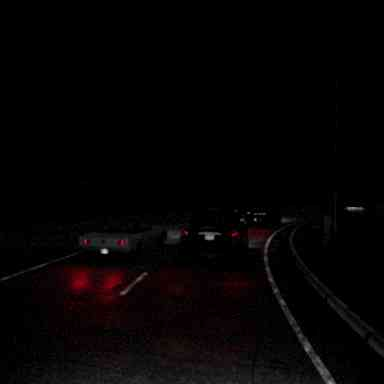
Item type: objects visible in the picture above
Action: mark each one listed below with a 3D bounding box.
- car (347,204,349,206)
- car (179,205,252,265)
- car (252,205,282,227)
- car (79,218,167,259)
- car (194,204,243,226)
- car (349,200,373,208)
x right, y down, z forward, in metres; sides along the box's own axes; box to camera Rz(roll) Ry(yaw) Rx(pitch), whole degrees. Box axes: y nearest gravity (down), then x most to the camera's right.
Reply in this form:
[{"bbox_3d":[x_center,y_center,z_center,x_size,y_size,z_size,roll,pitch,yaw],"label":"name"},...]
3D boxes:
[{"bbox_3d":[30.227,2.114,65.941,4.892,1.490,1.837,0,1,-40],"label":"car"},{"bbox_3d":[0.988,1.470,12.472,2.097,1.767,4.553,0,-1,12],"label":"car"},{"bbox_3d":[5.556,1.767,25.526,2.128,1.511,4.902,1,0,27],"label":"car"},{"bbox_3d":[-2.441,1.698,13.198,1.895,1.301,4.718,0,0,12],"label":"car"},{"bbox_3d":[2.263,1.784,26.802,2.033,1.411,5.357,1,0,27],"label":"car"},{"bbox_3d":[32.442,2.255,63.233,4.718,1.301,1.895,0,1,-40],"label":"car"}]
